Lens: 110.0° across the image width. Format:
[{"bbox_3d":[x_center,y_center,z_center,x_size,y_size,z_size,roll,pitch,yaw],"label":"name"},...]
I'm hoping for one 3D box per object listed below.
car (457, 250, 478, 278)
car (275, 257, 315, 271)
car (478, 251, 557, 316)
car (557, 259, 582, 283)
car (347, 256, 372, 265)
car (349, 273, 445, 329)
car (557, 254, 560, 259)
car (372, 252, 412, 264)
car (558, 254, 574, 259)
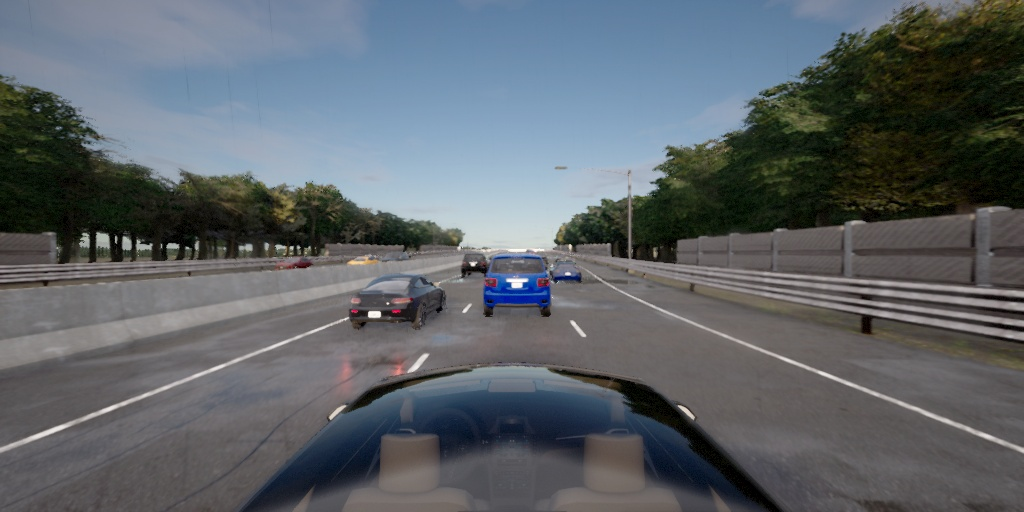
[{"bbox_3d":[-2.989,0.742,30.904,2.150,2.045,5.566,0,1,1],"label":"car"},{"bbox_3d":[-23.266,0.902,38.580,1.882,1.535,5.008,0,1,-1],"label":"car"},{"bbox_3d":[0.182,0.929,13.260,2.150,2.045,5.566,0,0,1],"label":"car"},{"bbox_3d":[3.793,1.141,26.008,1.994,1.385,4.181,0,1,1],"label":"car"},{"bbox_3d":[-16.913,0.862,40.787,1.882,1.535,5.008,0,1,2],"label":"car"},{"bbox_3d":[-3.338,1.248,11.062,1.812,1.442,4.674,0,0,1],"label":"car"},{"bbox_3d":[8.231,0.478,59.688,2.128,1.511,4.902,0,1,2],"label":"car"},{"bbox_3d":[-13.419,0.605,40.658,2.150,2.045,5.566,0,1,2],"label":"car"},{"bbox_3d":[7.837,0.799,50.015,1.895,1.301,4.718,0,1,3],"label":"car"}]
